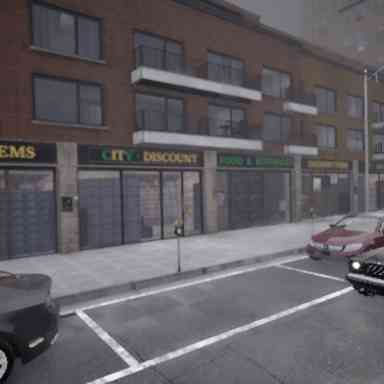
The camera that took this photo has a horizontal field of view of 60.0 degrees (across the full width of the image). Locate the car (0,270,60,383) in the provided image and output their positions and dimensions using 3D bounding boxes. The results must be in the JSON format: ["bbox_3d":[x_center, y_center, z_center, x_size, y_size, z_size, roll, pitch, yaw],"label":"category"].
[{"bbox_3d":[-3.751,1.585,3.504,4.403,1.369,2.008,-2,1,-36],"label":"car"}]

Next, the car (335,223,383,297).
[{"bbox_3d":[5.198,1.375,6.818,4.718,1.301,1.895,-2,1,-36],"label":"car"}]

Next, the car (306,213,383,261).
[{"bbox_3d":[5.206,1.307,9.949,4.206,1.307,1.802,-2,1,-36],"label":"car"}]
